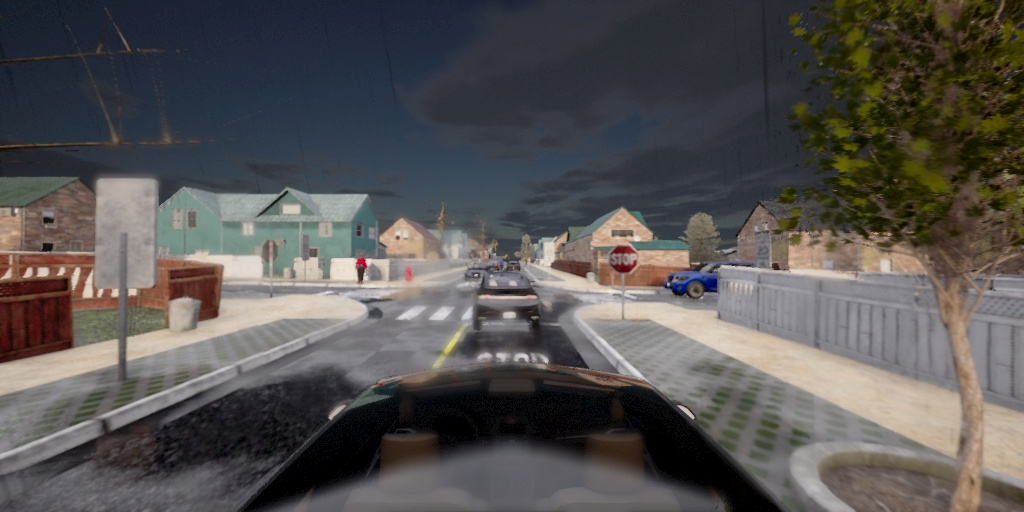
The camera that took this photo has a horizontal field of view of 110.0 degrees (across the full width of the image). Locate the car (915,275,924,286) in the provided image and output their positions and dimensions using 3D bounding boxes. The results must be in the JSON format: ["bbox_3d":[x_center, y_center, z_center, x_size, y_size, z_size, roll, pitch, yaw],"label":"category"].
[{"bbox_3d":[22.161,1.782,19.749,5.008,1.535,1.882,1,-1,0],"label":"car"}]

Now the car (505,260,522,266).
[{"bbox_3d":[0.191,1.306,48.194,1.837,1.490,4.892,0,0,0],"label":"car"}]

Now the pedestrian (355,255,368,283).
[{"bbox_3d":[-9.585,0.776,22.741,0.375,1.860,0.375,0,-2,0],"label":"pedestrian"}]

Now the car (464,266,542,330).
[{"bbox_3d":[-0.300,1.240,11.219,2.128,1.511,4.902,0,0,-6],"label":"car"}]

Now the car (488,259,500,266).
[{"bbox_3d":[-2.765,1.329,40.374,2.033,1.411,5.357,0,0,0],"label":"car"}]

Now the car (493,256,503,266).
[{"bbox_3d":[-2.662,1.068,61.731,2.150,2.045,5.566,0,-1,1],"label":"car"}]

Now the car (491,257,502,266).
[{"bbox_3d":[-2.741,1.286,50.785,1.882,1.535,5.008,0,0,0],"label":"car"}]

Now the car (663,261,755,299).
[{"bbox_3d":[11.392,1.282,19.780,5.566,2.045,2.150,1,-1,0],"label":"car"}]

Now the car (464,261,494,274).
[{"bbox_3d":[-2.804,1.328,29.992,1.994,1.385,4.181,0,0,-1],"label":"car"}]
